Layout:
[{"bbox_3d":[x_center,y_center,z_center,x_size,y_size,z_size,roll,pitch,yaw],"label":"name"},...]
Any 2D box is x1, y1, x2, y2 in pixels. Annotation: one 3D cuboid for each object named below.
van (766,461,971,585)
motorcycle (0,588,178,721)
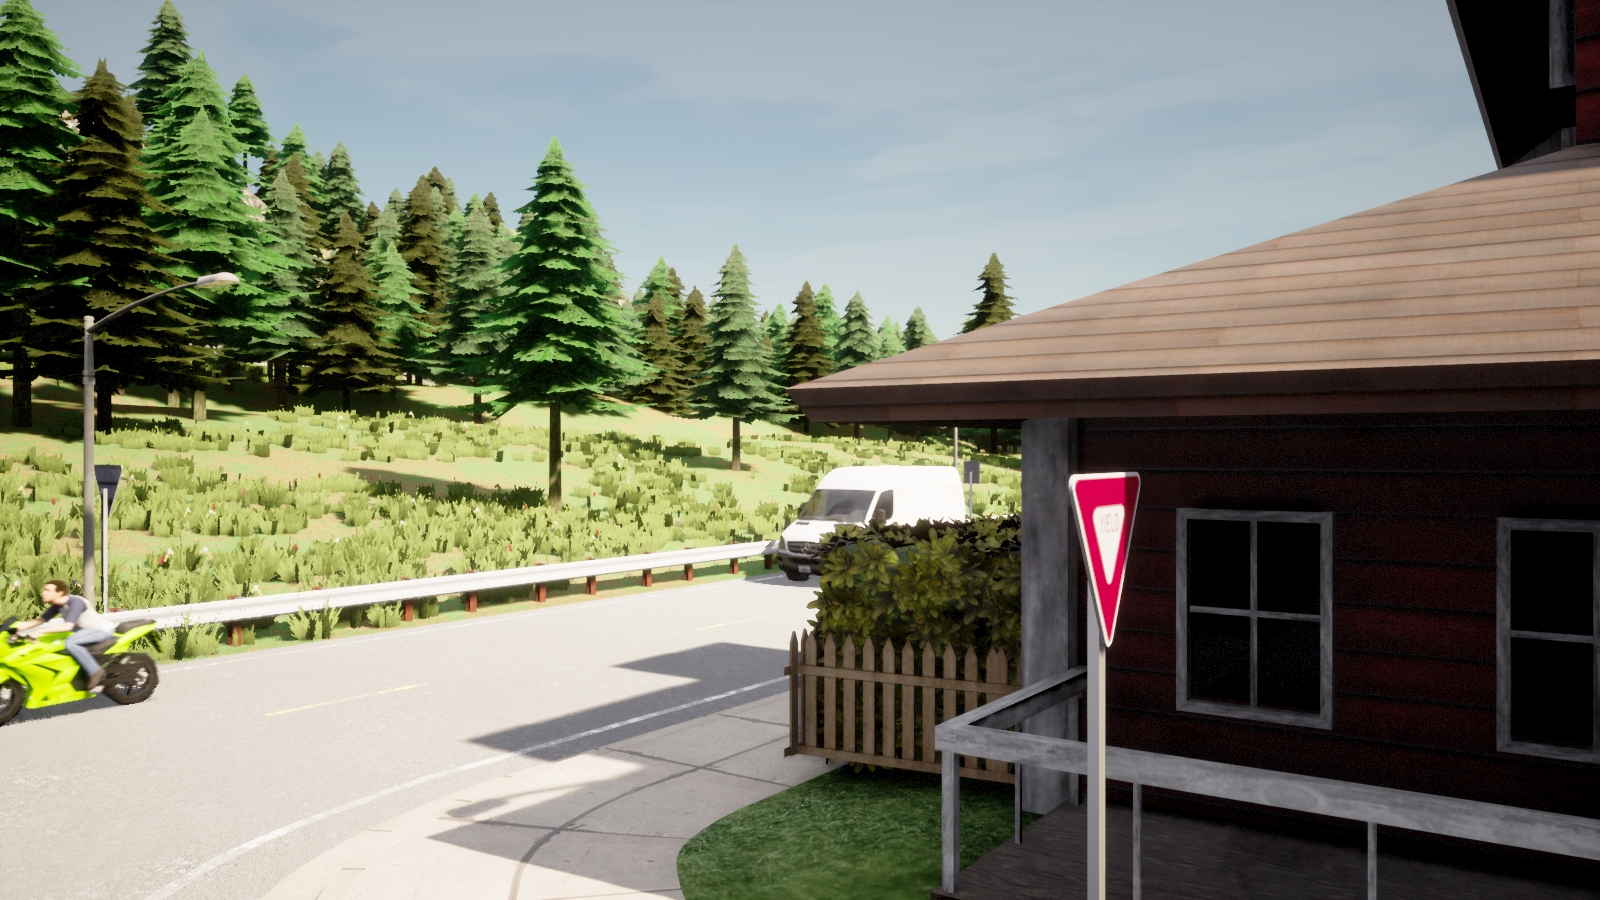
[{"bbox_3d":[1.771,1.536,26.722,1.988,2.561,5.915,0,0,35],"label":"van"},{"bbox_3d":[-8.091,2.213,12.577,0.803,1.145,2.033,0,0,35],"label":"motorcycle"}]
